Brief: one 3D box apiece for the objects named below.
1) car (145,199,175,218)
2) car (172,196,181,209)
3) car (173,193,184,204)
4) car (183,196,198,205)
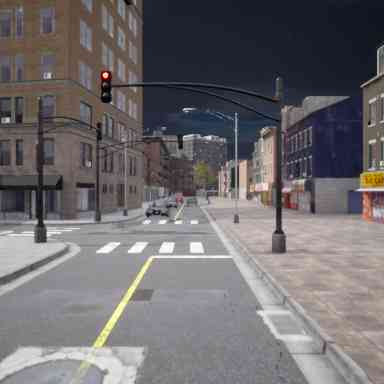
[{"bbox_3d":[-2.920,1.568,29.911,1.994,1.385,4.181,0,0,1],"label":"car"},{"bbox_3d":[-2.902,1.574,45.062,1.994,1.385,4.181,0,0,0],"label":"car"},{"bbox_3d":[-2.837,1.241,66.515,2.150,2.045,5.566,0,0,0],"label":"car"},{"bbox_3d":[0.026,1.510,59.308,2.128,1.511,4.902,0,0,0],"label":"car"}]
